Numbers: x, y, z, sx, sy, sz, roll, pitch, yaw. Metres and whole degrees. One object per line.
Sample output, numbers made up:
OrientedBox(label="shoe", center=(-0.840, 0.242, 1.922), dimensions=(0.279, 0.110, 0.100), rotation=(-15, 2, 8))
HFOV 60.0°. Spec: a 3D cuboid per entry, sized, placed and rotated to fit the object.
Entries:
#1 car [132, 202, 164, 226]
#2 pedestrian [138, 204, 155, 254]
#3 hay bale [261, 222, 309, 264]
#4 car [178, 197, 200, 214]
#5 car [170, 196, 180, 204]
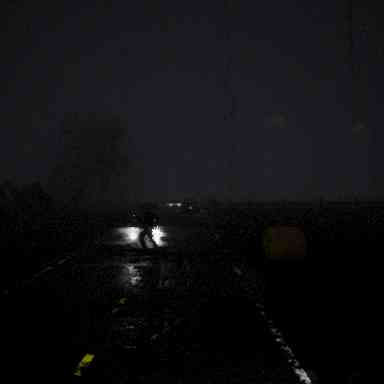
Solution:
OrientedBox(label="car", center=(-3.018, 1.504, 23.527), dimensions=(1.837, 1.490, 4.892), rotation=(0, 0, 0))
OrientedBox(label="pedestrian", center=(-1.626, 1.292, 11.949), dimensions=(0.375, 1.860, 0.375), rotation=(-1, 1, -3))
OrientedBox(label="hay bale", center=(3.055, 1.653, 11.116), dimensions=(1.220, 1.180, 1.240), rotation=(1, 1, 0))
OrientedBox(label="car", center=(-0.161, 1.569, 35.481), dimensions=(1.994, 1.385, 4.181), rotation=(0, 0, 0))
OrientedBox(label="car", center=(-3.253, 1.510, 65.540), dimensions=(1.882, 1.535, 5.008), rotation=(0, 0, 0))
